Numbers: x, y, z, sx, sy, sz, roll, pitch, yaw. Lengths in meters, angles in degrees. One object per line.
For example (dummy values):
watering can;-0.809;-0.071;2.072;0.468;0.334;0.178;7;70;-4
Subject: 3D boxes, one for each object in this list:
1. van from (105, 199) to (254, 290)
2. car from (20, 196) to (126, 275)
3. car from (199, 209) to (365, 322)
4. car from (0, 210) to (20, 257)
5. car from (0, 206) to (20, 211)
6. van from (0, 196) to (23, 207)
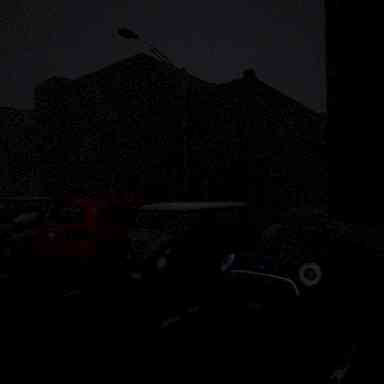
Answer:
van;0.100;1.251;8.983;1.878;1.987;4.442;0;0;36
car;-2.037;1.217;10.712;2.435;2.045;5.566;0;0;36
car;2.415;1.360;7.480;2.185;1.767;4.553;0;0;36
car;-4.270;1.485;12.281;2.163;1.488;4.792;0;0;37
car;-6.345;1.481;13.875;2.002;1.452;4.674;1;0;38
van;-8.422;1.198;15.621;1.878;1.987;4.442;0;0;38
